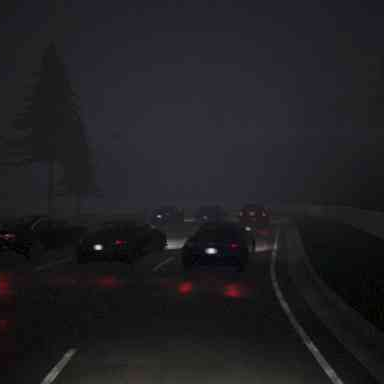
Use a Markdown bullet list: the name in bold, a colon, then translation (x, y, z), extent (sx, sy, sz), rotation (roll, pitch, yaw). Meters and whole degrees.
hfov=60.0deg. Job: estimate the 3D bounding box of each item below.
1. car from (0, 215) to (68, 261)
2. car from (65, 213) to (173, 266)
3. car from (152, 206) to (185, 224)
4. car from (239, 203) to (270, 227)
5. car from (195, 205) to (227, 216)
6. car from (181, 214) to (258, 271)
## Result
- **car**: translation (-5.826, 1.626, 12.889), extent (2.128, 1.511, 4.902), rotation (0, 0, 14)
- **car**: translation (-2.395, 1.690, 12.173), extent (1.994, 1.385, 4.181), rotation (0, -1, 14)
- **car**: translation (-1.979, 1.844, 27.256), extent (1.994, 1.385, 4.181), rotation (0, -1, 15)
- **car**: translation (4.787, 1.611, 25.318), extent (2.097, 1.767, 4.553), rotation (0, -1, 16)
- **car**: translation (1.624, 1.755, 27.044), extent (1.882, 1.535, 5.008), rotation (0, 0, 15)
- **car**: translation (1.046, 1.684, 11.516), extent (1.994, 1.385, 4.181), rotation (0, -1, 14)
